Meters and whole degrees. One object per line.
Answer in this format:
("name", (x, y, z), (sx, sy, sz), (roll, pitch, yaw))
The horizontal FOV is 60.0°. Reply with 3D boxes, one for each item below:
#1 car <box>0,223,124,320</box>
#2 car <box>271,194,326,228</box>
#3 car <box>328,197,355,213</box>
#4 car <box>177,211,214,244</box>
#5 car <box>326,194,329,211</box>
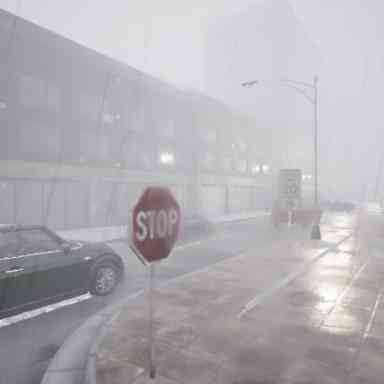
("car", (-3.488, 1.387, 6.575), (2.097, 1.767, 4.553), (0, 0, 34))
("car", (7.231, 1.273, 22.736), (2.150, 2.045, 5.566), (0, 0, 34))
("car", (17.286, 1.548, 37.896), (1.882, 1.535, 5.008), (0, 0, 34))
("car", (-0.645, 1.613, 16.198), (1.994, 1.385, 4.181), (0, 0, 34))
("car", (15.061, 1.302, 39.786), (2.150, 2.045, 5.566), (0, 0, 34))
